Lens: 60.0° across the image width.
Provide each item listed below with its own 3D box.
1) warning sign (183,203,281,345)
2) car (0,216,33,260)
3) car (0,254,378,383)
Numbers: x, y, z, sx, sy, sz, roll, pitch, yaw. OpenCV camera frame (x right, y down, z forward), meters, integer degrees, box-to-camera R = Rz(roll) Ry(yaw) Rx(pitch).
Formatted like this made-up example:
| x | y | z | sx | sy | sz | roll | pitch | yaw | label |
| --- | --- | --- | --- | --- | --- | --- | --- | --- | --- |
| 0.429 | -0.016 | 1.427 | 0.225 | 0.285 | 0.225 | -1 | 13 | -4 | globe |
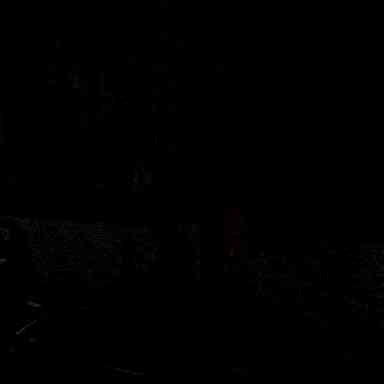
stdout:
| x | y | z | sx | sy | sz | roll | pitch | yaw | label |
| --- | --- | --- | --- | --- | --- | --- | --- | --- | --- |
| 0.675 | 1.127 | 5.312 | 1.060 | 1.860 | 1.300 | 0 | 0 | 35 | warning sign |
| -5.129 | 1.350 | 6.601 | 5.009 | 1.841 | 2.192 | 0 | 0 | 35 | car |
| -0.533 | 1.576 | 3.336 | 4.313 | 1.339 | 1.947 | 0 | 0 | 35 | car |
